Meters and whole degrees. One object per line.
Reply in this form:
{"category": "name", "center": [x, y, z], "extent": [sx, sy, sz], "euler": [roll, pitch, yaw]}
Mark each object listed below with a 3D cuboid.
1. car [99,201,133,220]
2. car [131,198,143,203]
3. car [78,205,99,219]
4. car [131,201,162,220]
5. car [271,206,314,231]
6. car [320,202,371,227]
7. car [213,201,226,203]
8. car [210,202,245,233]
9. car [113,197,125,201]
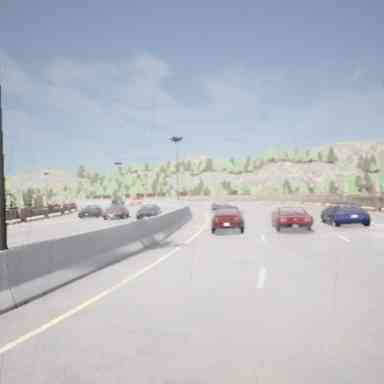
{"category": "car", "center": [-7.482, 1.964, 33.169], "extent": [1.812, 1.442, 4.674], "euler": [-2, 0, 0]}
{"category": "car", "center": [-12.064, 2.033, 72.750], "extent": [2.097, 1.767, 4.553], "euler": [-2, 0, -23]}
{"category": "car", "center": [-11.002, 2.151, 36.511], "extent": [1.994, 1.385, 4.181], "euler": [-2, 0, -2]}
{"category": "car", "center": [-3.979, 1.846, 31.434], "extent": [2.033, 1.411, 5.357], "euler": [-2, 0, 2]}
{"category": "car", "center": [5.677, 1.480, 19.434], "extent": [1.895, 1.301, 4.718], "euler": [-2, 0, 9]}
{"category": "car", "center": [9.283, 1.313, 20.473], "extent": [1.994, 1.385, 4.181], "euler": [-2, 0, 7]}
{"category": "car", "center": [3.135, 1.662, 37.528], "extent": [1.895, 1.301, 4.718], "euler": [-2, 0, -2]}
{"category": "car", "center": [2.170, 1.538, 19.822], "extent": [1.812, 1.442, 4.674], "euler": [-2, 0, 9]}
{"category": "car", "center": [-16.268, 2.053, 73.493], "extent": [2.150, 2.045, 5.566], "euler": [-2, 0, -23]}
